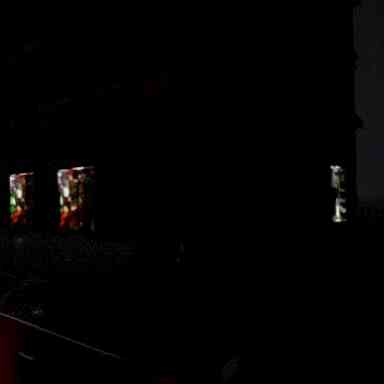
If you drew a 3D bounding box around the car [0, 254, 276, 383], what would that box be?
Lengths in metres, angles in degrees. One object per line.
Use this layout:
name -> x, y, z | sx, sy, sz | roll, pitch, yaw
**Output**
car -> -1.276, 1.451, 3.803 | 4.097, 1.590, 1.967 | 0, -1, 36
